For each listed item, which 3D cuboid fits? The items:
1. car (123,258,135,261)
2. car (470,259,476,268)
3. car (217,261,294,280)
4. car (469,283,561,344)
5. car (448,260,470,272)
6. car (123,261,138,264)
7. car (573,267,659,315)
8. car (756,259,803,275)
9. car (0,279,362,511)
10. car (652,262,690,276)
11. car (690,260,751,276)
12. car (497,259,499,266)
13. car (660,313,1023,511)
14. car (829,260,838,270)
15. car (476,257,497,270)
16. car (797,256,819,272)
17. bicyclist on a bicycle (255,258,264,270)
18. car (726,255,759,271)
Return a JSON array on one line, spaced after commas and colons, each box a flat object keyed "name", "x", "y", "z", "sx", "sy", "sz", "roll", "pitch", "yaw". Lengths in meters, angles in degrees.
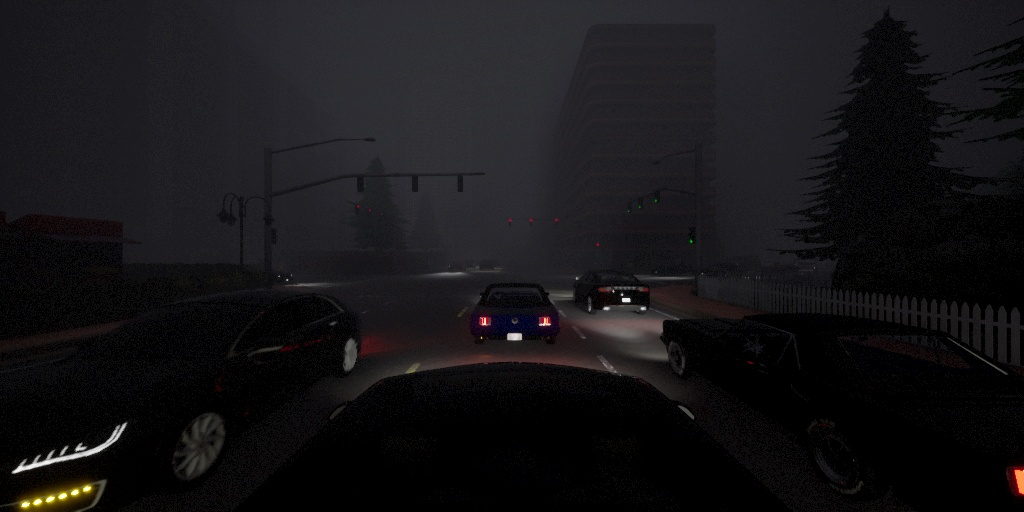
[{"name": "car", "x": -38.904, "y": 1.046, "z": 34.858, "sx": 4.553, "sy": 1.767, "sz": 2.097, "roll": 0, "pitch": 0, "yaw": 0}, {"name": "car", "x": -7.116, "y": 1.296, "z": 59.110, "sx": 2.033, "sy": 1.411, "sz": 5.357, "roll": 0, "pitch": 0, "yaw": 0}, {"name": "car", "x": -17.917, "y": 1.242, "z": 24.327, "sx": 5.357, "sy": 1.411, "sz": 2.033, "roll": 0, "pitch": 0, "yaw": 0}, {"name": "car", "x": 0.070, "y": 1.351, "z": 9.494, "sx": 1.895, "sy": 1.301, "sz": 4.718, "roll": 0, "pitch": 0, "yaw": 0}, {"name": "car", "x": -7.123, "y": 1.351, "z": 47.066, "sx": 1.895, "sy": 1.301, "sz": 4.718, "roll": 0, "pitch": 0, "yaw": 0}, {"name": "car", "x": -28.137, "y": 1.242, "z": 24.248, "sx": 5.357, "sy": 1.411, "sz": 2.033, "roll": 0, "pitch": 0, "yaw": 0}, {"name": "car", "x": 3.581, "y": 1.228, "z": 13.702, "sx": 1.882, "sy": 1.535, "sz": 5.008, "roll": 0, "pitch": 0, "yaw": 0}, {"name": "car", "x": 27.901, "y": 1.295, "z": 37.404, "sx": 4.718, "sy": 1.301, "sz": 1.895, "roll": 0, "pitch": 0, "yaw": -31}, {"name": "car", "x": -3.602, "y": 1.255, "z": 4.588, "sx": 1.837, "sy": 1.490, "sz": 4.892, "roll": 0, "pitch": 0, "yaw": 0}, {"name": "car", "x": 16.571, "y": 1.295, "z": 36.487, "sx": 4.718, "sy": 1.301, "sz": 1.895, "roll": 0, "pitch": 0, "yaw": -14}, {"name": "car", "x": 19.554, "y": 1.295, "z": 33.638, "sx": 4.718, "sy": 1.301, "sz": 1.895, "roll": 0, "pitch": 0, "yaw": -18}, {"name": "car", "x": -3.605, "y": 1.255, "z": 62.062, "sx": 1.837, "sy": 1.490, "sz": 4.892, "roll": 0, "pitch": 0, "yaw": 0}, {"name": "car", "x": 3.599, "y": 1.351, "z": 4.381, "sx": 1.895, "sy": 1.301, "sz": 4.718, "roll": 0, "pitch": 0, "yaw": 0}, {"name": "car", "x": 42.671, "y": 1.242, "z": 45.988, "sx": 2.033, "sy": 1.411, "sz": 5.357, "roll": 0, "pitch": 0, "yaw": 35}, {"name": "car", "x": -3.622, "y": 1.228, "z": 51.963, "sx": 1.882, "sy": 1.535, "sz": 5.008, "roll": 0, "pitch": 0, "yaw": 0}, {"name": "car", "x": 36.207, "y": 0.917, "z": 44.125, "sx": 2.150, "sy": 2.045, "sz": 5.566, "roll": 0, "pitch": 0, "yaw": 43}, {"name": "bicyclist on a bicycle", "x": -27.907, "y": 0.996, "z": 39.730, "sx": 0.582, "sy": 1.620, "sz": 1.656, "roll": 0, "pitch": 0, "yaw": 0}, {"name": "car", "x": 25.629, "y": 0.916, "z": 40.092, "sx": 5.566, "sy": 2.045, "sz": 2.150, "roll": 0, "pitch": 0, "yaw": -31}]
